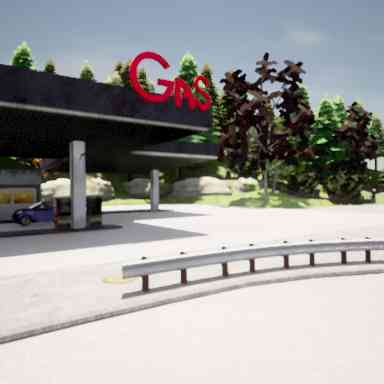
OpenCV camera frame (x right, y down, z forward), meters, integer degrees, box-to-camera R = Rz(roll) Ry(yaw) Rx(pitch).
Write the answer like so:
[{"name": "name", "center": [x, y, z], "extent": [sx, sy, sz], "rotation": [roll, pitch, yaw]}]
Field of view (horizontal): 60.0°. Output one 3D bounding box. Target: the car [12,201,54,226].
[{"name": "car", "center": [-9.822, 1.364, 21.922], "extent": [3.633, 1.501, 1.845], "rotation": [-1, 0, -36]}]
